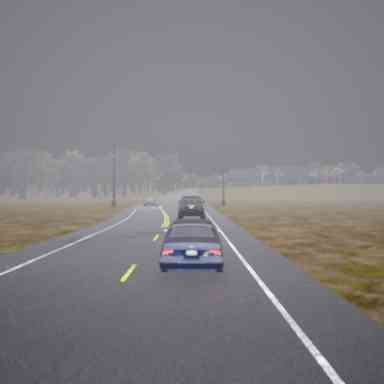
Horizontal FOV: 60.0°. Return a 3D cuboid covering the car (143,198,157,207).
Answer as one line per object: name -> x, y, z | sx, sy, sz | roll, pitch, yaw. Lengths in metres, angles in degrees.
car -> -6.829, 1.630, 54.048 | 1.812, 1.442, 4.674 | 0, 0, -4

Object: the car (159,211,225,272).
car -> 0.001, 1.580, 10.867 | 2.033, 1.411, 5.357 | 0, 0, 0

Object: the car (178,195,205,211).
car -> -0.042, 1.307, 28.577 | 2.150, 2.045, 5.566 | 0, 0, 0
